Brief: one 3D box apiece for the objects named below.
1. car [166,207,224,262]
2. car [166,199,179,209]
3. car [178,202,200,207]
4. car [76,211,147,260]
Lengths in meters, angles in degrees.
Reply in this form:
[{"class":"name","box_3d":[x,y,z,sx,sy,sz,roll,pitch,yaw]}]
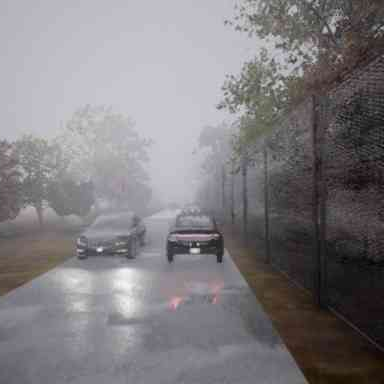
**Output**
[{"class":"car","box_3d":[0.087,1.533,12.301,2.128,1.511,4.902,0,0,0]},{"class":"car","box_3d":[-3.023,1.919,53.678,2.097,1.767,4.553,0,-2,0]},{"class":"car","box_3d":[0.031,1.728,31.619,2.033,1.411,5.357,0,-1,0]},{"class":"car","box_3d":[-2.862,1.548,12.704,1.837,1.490,4.892,0,0,0]}]
